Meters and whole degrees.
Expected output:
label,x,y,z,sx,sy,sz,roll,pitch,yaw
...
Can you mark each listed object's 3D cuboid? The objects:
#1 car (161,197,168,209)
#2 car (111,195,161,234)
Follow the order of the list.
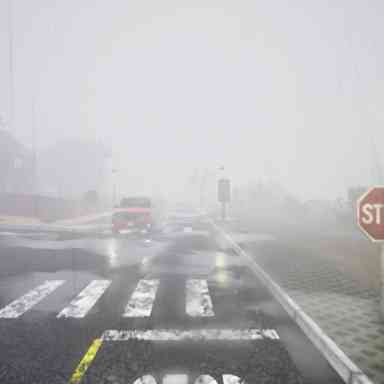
label,x,y,z,sx,sy,sz,roll,pitch,yaw
car,-4.149,1.471,44.193,1.837,1.490,4.892,0,1,-2
car,-3.186,1.235,19.371,2.150,2.045,5.566,0,0,-2
